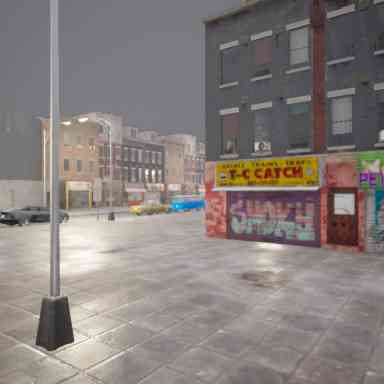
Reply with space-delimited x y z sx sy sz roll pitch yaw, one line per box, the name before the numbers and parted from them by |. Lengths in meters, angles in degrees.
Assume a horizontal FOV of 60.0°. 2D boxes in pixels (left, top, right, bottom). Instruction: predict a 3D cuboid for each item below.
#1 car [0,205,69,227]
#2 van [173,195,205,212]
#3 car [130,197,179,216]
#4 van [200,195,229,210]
car | -10.357 1.522 22.134 1.947 1.339 4.313 0 0 36
van | -0.470 1.250 35.939 1.690 1.788 3.998 0 0 36
car | -3.667 1.449 31.476 1.752 1.417 4.829 0 0 36
van | 2.826 1.235 40.541 1.690 1.788 3.998 0 0 36
